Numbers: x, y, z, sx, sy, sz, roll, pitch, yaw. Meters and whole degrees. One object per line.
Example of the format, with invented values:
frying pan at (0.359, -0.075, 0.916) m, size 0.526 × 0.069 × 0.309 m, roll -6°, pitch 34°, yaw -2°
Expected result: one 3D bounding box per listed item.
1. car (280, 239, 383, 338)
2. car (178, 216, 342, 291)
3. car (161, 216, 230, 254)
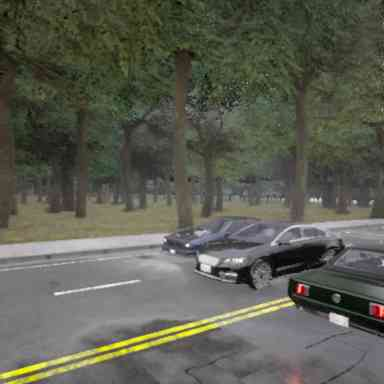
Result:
car at (4.039, 1.681, 6.343) m, size 4.718 × 1.301 × 1.895 m, roll 1°, pitch 0°, yaw -36°
car at (2.321, 1.576, 9.357) m, size 4.902 × 1.511 × 2.128 m, roll 1°, pitch 0°, yaw -36°
car at (1.509, 1.648, 12.775) m, size 5.357 × 1.411 × 2.033 m, roll 1°, pitch 0°, yaw -36°
